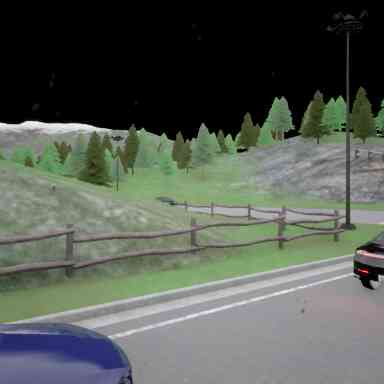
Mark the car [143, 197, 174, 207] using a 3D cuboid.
[{"bbox_3d":[-5.207,1.505,51.645,4.892,1.490,1.837,0,-1,17],"label":"car"}]

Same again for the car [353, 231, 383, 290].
[{"bbox_3d":[5.763,1.491,7.858,4.902,1.511,2.128,0,0,-35],"label":"car"}]

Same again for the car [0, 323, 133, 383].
[{"bbox_3d":[-2.603,1.526,1.925,4.674,1.442,1.812,0,0,-35],"label":"car"}]
